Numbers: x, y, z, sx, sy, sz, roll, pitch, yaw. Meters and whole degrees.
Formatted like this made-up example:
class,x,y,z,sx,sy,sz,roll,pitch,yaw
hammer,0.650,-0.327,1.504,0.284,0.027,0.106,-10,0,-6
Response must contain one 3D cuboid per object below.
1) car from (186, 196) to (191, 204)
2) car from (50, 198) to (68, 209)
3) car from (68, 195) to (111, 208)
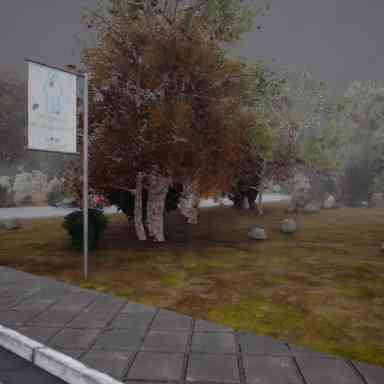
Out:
class,x,y,z,sx,sy,sz,roll,pitch,yaw
car,-2.029,1.432,60.064,1.837,1.490,4.892,0,0,35
car,-17.225,1.543,45.780,1.994,1.385,4.181,0,0,38
car,-13.324,1.192,45.070,2.150,2.045,5.566,0,1,38
